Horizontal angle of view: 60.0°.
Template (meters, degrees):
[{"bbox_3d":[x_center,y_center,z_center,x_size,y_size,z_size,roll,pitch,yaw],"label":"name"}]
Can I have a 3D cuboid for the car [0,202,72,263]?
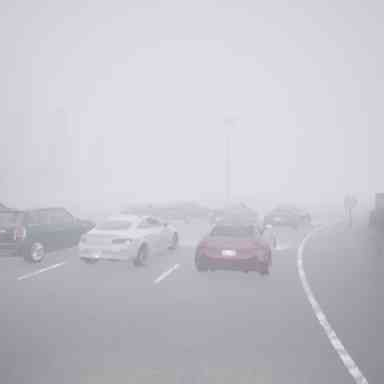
[{"bbox_3d":[-5.282,1.307,12.028,2.097,1.767,4.553,0,0,16],"label":"car"}]

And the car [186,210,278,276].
[{"bbox_3d":[1.459,1.466,10.140,1.994,1.385,4.181,0,0,16],"label":"car"}]

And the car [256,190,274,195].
[{"bbox_3d":[16.327,0.414,72.381,1.882,1.535,5.008,0,2,35],"label":"car"}]

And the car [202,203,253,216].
[{"bbox_3d":[2.769,1.408,21.670,1.812,1.442,4.674,0,0,32],"label":"car"}]

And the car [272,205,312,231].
[{"bbox_3d":[5.744,1.428,19.825,1.994,1.385,4.181,0,0,32],"label":"car"}]

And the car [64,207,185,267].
[{"bbox_3d":[-1.906,1.452,11.098,1.812,1.442,4.674,0,0,16],"label":"car"}]

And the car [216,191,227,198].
[{"bbox_3d":[7.676,0.541,78.330,2.033,1.411,5.357,0,2,35],"label":"car"}]

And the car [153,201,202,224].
[{"bbox_3d":[-0.205,1.394,23.516,2.128,1.511,4.902,0,0,32],"label":"car"}]

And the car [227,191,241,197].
[{"bbox_3d":[10.559,0.457,76.346,1.882,1.535,5.008,0,2,35],"label":"car"}]

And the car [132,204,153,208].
[{"bbox_3d":[-3.162,1.537,25.386,1.895,1.301,4.718,0,0,32],"label":"car"}]

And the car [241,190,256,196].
[{"bbox_3d":[13.457,0.312,74.385,2.097,1.767,4.553,0,2,35],"label":"car"}]
